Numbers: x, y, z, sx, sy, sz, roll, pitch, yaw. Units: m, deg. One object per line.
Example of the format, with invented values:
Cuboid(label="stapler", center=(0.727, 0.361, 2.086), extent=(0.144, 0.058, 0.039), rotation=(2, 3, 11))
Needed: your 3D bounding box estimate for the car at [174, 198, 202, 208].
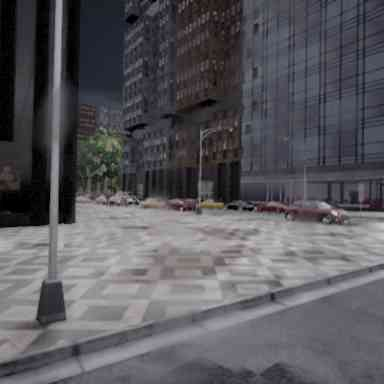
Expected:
Cuboid(label="car", center=(-0.677, 1.640, 49.359), extent=(2.008, 1.369, 4.403), rotation=(2, -1, -36))

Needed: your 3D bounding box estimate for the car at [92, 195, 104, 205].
Cuboid(label="car", center=(-13.994, 1.475, 53.346), extent=(1.802, 1.307, 4.206), rotation=(2, -1, -36))

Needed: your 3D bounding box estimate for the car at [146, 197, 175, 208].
Cuboid(label="car", center=(-4.843, 1.519, 50.516), extent=(2.128, 1.511, 4.902), rotation=(2, -1, -35))

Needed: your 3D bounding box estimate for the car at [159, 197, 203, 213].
Cuboid(label="car", center=(-1.241, 1.428, 35.480), extent=(1.887, 1.381, 4.507), rotation=(2, -1, -36))

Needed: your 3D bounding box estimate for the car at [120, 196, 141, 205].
Cuboid(label="car", center=(-10.921, 1.554, 58.959), extent=(1.812, 1.442, 4.674), rotation=(2, -1, -36))

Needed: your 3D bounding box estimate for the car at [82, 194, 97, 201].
Cuboid(label="car", center=(-26.172, 1.407, 85.090), extent=(2.192, 1.841, 5.009), rotation=(2, -1, -36))

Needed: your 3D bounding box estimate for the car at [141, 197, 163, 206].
Cuboid(label="car", center=(-7.052, 1.644, 58.292), extent=(2.008, 1.369, 4.403), rotation=(2, -1, -36))

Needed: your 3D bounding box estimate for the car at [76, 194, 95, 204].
Cuboid(label="car", center=(-20.271, 1.418, 62.143), extent=(1.752, 1.417, 4.829), rotation=(2, -1, -36))

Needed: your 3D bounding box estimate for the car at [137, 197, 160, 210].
Cuboid(label="car", center=(-4.330, 1.412, 39.808), extent=(1.752, 1.417, 4.829), rotation=(2, -1, -36))

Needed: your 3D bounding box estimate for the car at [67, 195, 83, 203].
Cuboid(label="car", center=(-23.556, 1.333, 66.749), extent=(1.967, 1.590, 4.097), rotation=(2, -1, -36))

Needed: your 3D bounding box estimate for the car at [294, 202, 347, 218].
Cuboid(label="car", center=(12.073, 1.642, 31.495), extent=(1.947, 1.339, 4.313), rotation=(2, -1, -36))

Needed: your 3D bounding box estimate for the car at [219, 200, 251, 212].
Cuboid(label="car", center=(5.698, 1.649, 40.427), extent=(1.947, 1.339, 4.313), rotation=(2, -1, -36))

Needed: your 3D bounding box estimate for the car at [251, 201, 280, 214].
Cuboid(label="car", center=(8.886, 1.662, 35.961), extent=(1.802, 1.307, 4.206), rotation=(2, -1, -36))

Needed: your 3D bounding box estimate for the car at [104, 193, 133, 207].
Cuboid(label="car", center=(-10.804, 1.332, 48.881), extent=(1.967, 1.590, 4.097), rotation=(2, -1, -36))

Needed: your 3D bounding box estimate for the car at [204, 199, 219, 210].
Cuboid(label="car", center=(2.412, 1.612, 45.032), extent=(1.752, 1.417, 4.829), rotation=(2, -1, -36))

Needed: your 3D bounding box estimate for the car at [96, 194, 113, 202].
Cuboid(label="car", center=(-19.975, 1.436, 75.759), extent=(2.097, 1.767, 4.553), rotation=(2, -1, -36))

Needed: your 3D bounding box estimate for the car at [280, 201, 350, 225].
Cuboid(label="car", center=(8.307, 1.313, 22.107), extent=(1.967, 1.590, 4.097), rotation=(2, -1, -37))

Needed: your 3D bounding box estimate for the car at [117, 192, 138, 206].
Cuboid(label="car", center=(-10.431, 0.989, 53.130), extent=(2.150, 2.045, 5.566), rotation=(2, -1, -36))

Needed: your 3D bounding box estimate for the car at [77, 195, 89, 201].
Cuboid(label="car", center=(-29.463, 1.617, 89.692), extent=(1.752, 1.417, 4.829), rotation=(2, -1, -36))
